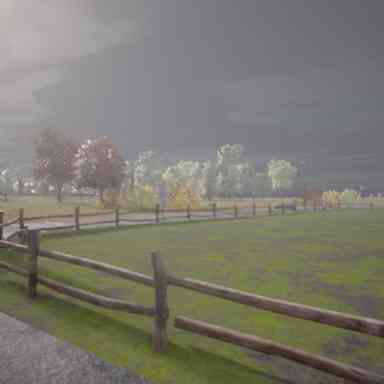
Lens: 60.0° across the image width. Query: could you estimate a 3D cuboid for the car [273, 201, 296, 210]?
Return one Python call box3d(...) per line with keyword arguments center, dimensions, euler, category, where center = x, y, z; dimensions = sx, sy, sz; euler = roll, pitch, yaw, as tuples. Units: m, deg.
box3d(center=(15.525, 2.265, 55.407), dimensions=(2.033, 1.411, 5.357), euler=(-1, -1, 40), category="car")
